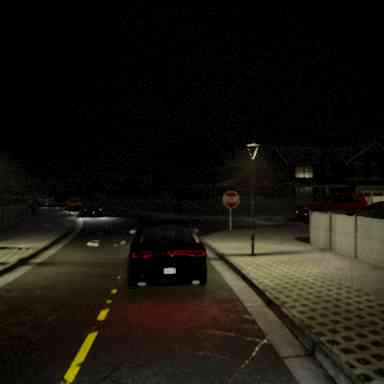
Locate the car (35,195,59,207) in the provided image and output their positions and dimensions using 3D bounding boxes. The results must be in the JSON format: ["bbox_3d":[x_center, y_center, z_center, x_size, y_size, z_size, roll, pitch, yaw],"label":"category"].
[{"bbox_3d":[-24.395,1.524,56.182,2.150,2.045,5.566,0,0,-40],"label":"car"}]

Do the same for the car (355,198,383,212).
[{"bbox_3d":[14.206,1.379,22.856,4.892,1.490,1.837,-1,0,-9],"label":"car"}]

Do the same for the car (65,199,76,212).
[{"bbox_3d":[-15.273,1.689,43.353,1.882,1.535,5.008,0,0,-31],"label":"car"}]

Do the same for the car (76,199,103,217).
[{"bbox_3d":[-10.196,1.684,33.338,1.812,1.442,4.674,0,0,-24],"label":"car"}]

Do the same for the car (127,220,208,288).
[{"bbox_3d":[-0.769,1.526,9.528,1.882,1.535,5.008,0,0,-7],"label":"car"}]

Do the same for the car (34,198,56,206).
[{"bbox_3d":[-28.908,1.903,65.224,5.357,1.411,2.033,-1,0,44],"label":"car"}]

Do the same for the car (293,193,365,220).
[{"bbox_3d":[10.582,1.131,25.326,5.566,2.045,2.150,-1,0,-9],"label":"car"}]
